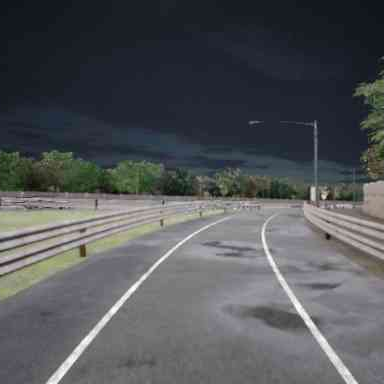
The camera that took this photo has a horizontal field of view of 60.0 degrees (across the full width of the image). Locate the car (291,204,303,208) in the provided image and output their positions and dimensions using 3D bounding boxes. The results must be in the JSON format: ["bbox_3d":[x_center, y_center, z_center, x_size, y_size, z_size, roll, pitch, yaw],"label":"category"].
[{"bbox_3d":[28.591,3.763,89.605,4.718,1.301,1.895,2,-3,-43],"label":"car"}]

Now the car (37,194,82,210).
[{"bbox_3d":[-16.483,1.437,42.260,4.892,1.490,1.837,2,-3,-43],"label":"car"}]

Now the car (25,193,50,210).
[{"bbox_3d":[-18.877,1.249,44.822,5.566,2.045,2.150,3,-4,-43],"label":"car"}]

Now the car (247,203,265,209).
[{"bbox_3d":[13.531,2.793,70.585,4.892,1.490,1.837,2,-3,-43],"label":"car"}]
